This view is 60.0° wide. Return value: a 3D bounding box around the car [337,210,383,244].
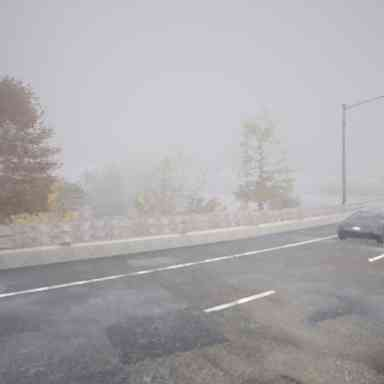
[{"bbox_3d":[8.779,1.595,16.240,4.181,1.385,1.994,0,0,-44],"label":"car"}]
